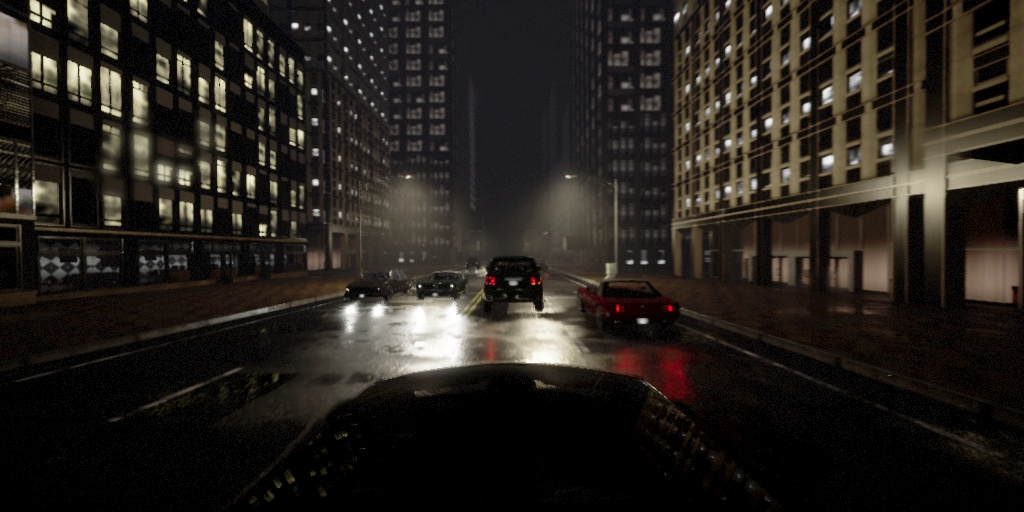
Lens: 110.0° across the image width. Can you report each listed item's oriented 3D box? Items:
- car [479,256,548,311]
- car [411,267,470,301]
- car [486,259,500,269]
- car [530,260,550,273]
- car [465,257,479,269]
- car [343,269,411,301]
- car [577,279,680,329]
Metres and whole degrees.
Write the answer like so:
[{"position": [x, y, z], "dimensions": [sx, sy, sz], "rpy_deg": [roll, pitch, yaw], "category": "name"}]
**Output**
[{"position": [0.060, 1.005, 14.798], "dimensions": [2.150, 2.045, 5.566], "rpy_deg": [0, 0, 0], "category": "car"}, {"position": [-3.370, 1.418, 18.075], "dimensions": [1.895, 1.301, 4.718], "rpy_deg": [0, 0, 0], "category": "car"}, {"position": [-3.127, 1.370, 59.372], "dimensions": [1.882, 1.535, 5.008], "rpy_deg": [0, 0, 1], "category": "car"}, {"position": [3.453, 1.310, 45.382], "dimensions": [2.128, 1.511, 4.902], "rpy_deg": [0, 0, 0], "category": "car"}, {"position": [-6.376, 1.141, 59.345], "dimensions": [2.150, 2.045, 5.566], "rpy_deg": [0, 0, 1], "category": "car"}, {"position": [-6.618, 1.390, 18.507], "dimensions": [2.033, 1.411, 5.357], "rpy_deg": [0, 0, 0], "category": "car"}, {"position": [3.297, 1.349, 11.217], "dimensions": [1.895, 1.301, 4.718], "rpy_deg": [0, 0, 0], "category": "car"}]
